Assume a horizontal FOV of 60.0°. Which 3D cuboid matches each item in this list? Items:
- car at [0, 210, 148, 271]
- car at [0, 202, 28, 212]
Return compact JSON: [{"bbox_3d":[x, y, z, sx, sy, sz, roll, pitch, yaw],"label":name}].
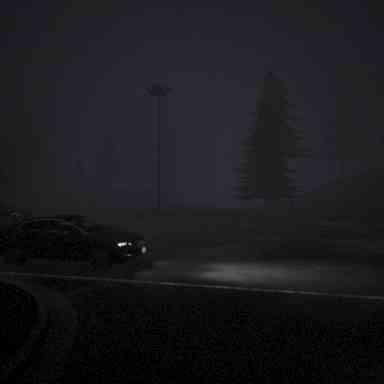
[{"bbox_3d":[-3.849,1.492,10.620,4.902,1.511,2.128,0,0,13],"label":"car"},{"bbox_3d":[-13.873,1.478,23.818,5.008,1.535,1.882,0,0,13],"label":"car"}]
